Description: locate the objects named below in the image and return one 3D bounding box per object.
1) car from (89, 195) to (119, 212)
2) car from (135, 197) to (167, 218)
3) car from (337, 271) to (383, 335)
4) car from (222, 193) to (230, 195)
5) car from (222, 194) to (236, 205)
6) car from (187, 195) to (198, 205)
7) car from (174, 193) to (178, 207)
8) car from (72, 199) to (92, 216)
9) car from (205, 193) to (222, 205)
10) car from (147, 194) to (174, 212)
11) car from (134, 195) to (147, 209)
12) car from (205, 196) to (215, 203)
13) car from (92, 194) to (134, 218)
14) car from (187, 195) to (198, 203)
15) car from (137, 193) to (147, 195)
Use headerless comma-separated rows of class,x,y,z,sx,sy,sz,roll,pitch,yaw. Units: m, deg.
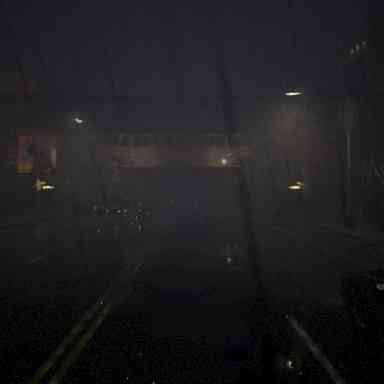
car,-10.036,1.305,38.345,2.185,1.767,4.553,0,0,0
car,-3.558,1.487,29.460,1.812,1.442,4.674,0,0,1
car,3.594,1.542,3.662,2.033,1.411,5.357,0,0,0
car,6.686,1.137,67.744,2.435,2.045,5.566,0,0,0
car,6.731,1.513,60.348,1.895,1.301,4.718,0,0,0
car,0.054,1.523,57.891,1.895,1.301,4.718,0,0,1
car,-3.544,1.289,47.623,2.097,1.767,4.553,0,0,1
car,-9.897,1.439,31.920,2.097,1.535,5.008,0,0,0
car,3.549,1.144,57.472,2.150,2.045,5.566,0,0,1
car,-3.550,1.302,38.246,2.097,1.767,4.553,0,0,0
car,-7.041,1.452,40.324,1.837,1.490,4.892,0,0,1
car,3.635,1.452,67.853,1.994,1.385,4.181,0,0,0
car,-7.063,1.182,30.402,2.150,2.045,5.566,0,0,-1
car,0.135,1.394,67.861,2.128,1.511,4.902,0,0,0
car,-7.011,1.284,51.736,2.097,1.767,4.553,0,0,1
